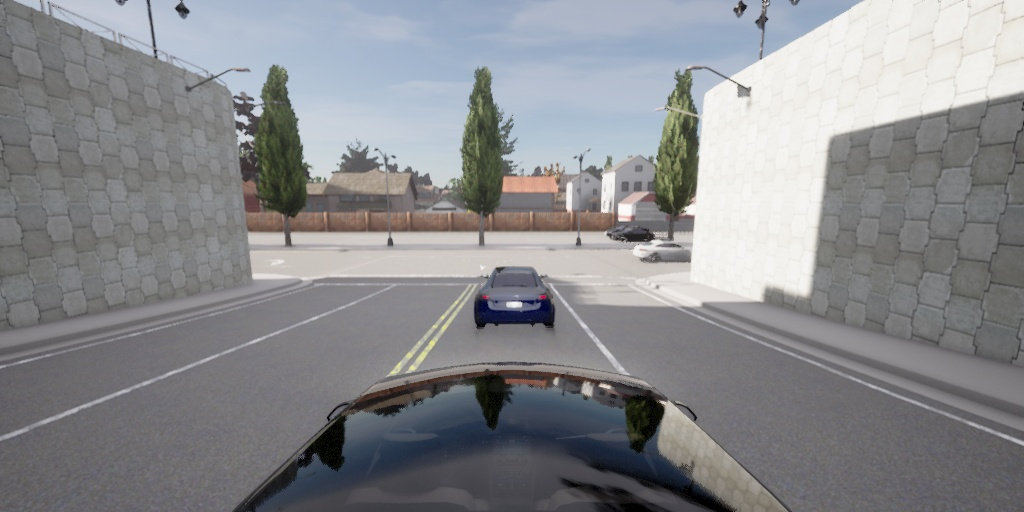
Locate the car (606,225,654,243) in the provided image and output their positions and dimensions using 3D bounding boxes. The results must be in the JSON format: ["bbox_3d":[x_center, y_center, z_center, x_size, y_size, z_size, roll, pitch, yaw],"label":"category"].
[{"bbox_3d":[12.260,-2.104,36.549,4.181,1.385,1.994,0,9,-1],"label":"car"}]

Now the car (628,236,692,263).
[{"bbox_3d":[10.911,-0.375,25.069,4.674,1.442,1.812,0,8,-2],"label":"car"}]

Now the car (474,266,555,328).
[{"bbox_3d":[0.069,0.976,10.123,1.994,1.385,4.181,0,3,0],"label":"car"}]
